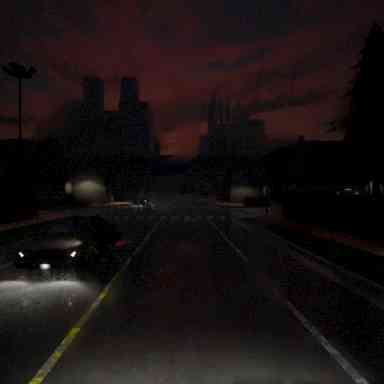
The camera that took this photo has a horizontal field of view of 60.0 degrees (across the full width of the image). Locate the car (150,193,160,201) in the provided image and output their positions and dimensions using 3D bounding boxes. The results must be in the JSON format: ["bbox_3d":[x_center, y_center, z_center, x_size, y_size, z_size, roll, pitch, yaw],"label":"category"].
[{"bbox_3d":[-9.837,1.236,88.421,2.150,2.045,5.566,0,0,-1],"label":"car"}]

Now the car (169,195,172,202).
[{"bbox_3d":[-5.945,1.541,72.924,1.812,1.442,4.674,0,0,-1],"label":"car"}]

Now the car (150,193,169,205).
[{"bbox_3d":[-5.652,1.369,58.133,2.097,1.767,4.553,0,0,-1],"label":"car"}]

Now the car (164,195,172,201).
[{"bbox_3d":[-6.318,1.514,87.707,1.837,1.490,4.892,0,0,-1],"label":"car"}]

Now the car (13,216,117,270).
[{"bbox_3d":[-3.846,1.545,11.302,2.033,1.411,5.357,0,0,-1],"label":"car"}]

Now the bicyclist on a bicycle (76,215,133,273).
[{"bbox_3d":[-2.463,1.455,9.196,1.656,1.620,0.582,-1,3,-3],"label":"bicyclist on a bicycle"}]

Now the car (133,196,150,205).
[{"bbox_3d":[-9.158,1.508,58.413,2.128,1.511,4.902,0,0,-1],"label":"car"}]

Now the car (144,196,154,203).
[{"bbox_3d":[-9.460,1.612,73.474,1.895,1.301,4.718,0,0,-1],"label":"car"}]
